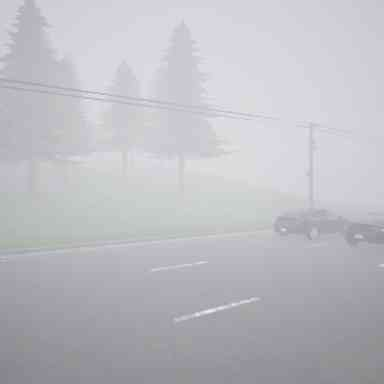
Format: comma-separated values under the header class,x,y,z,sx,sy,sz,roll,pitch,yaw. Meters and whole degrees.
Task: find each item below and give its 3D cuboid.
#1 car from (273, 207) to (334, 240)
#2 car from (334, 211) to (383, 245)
class,x,y,z,sx,sy,sz,roll,pitch,yaw
car,6.236,1.513,16.916,4.892,1.490,1.837,0,0,-35
car,8.269,1.530,14.066,4.674,1.442,1.812,0,0,-35
